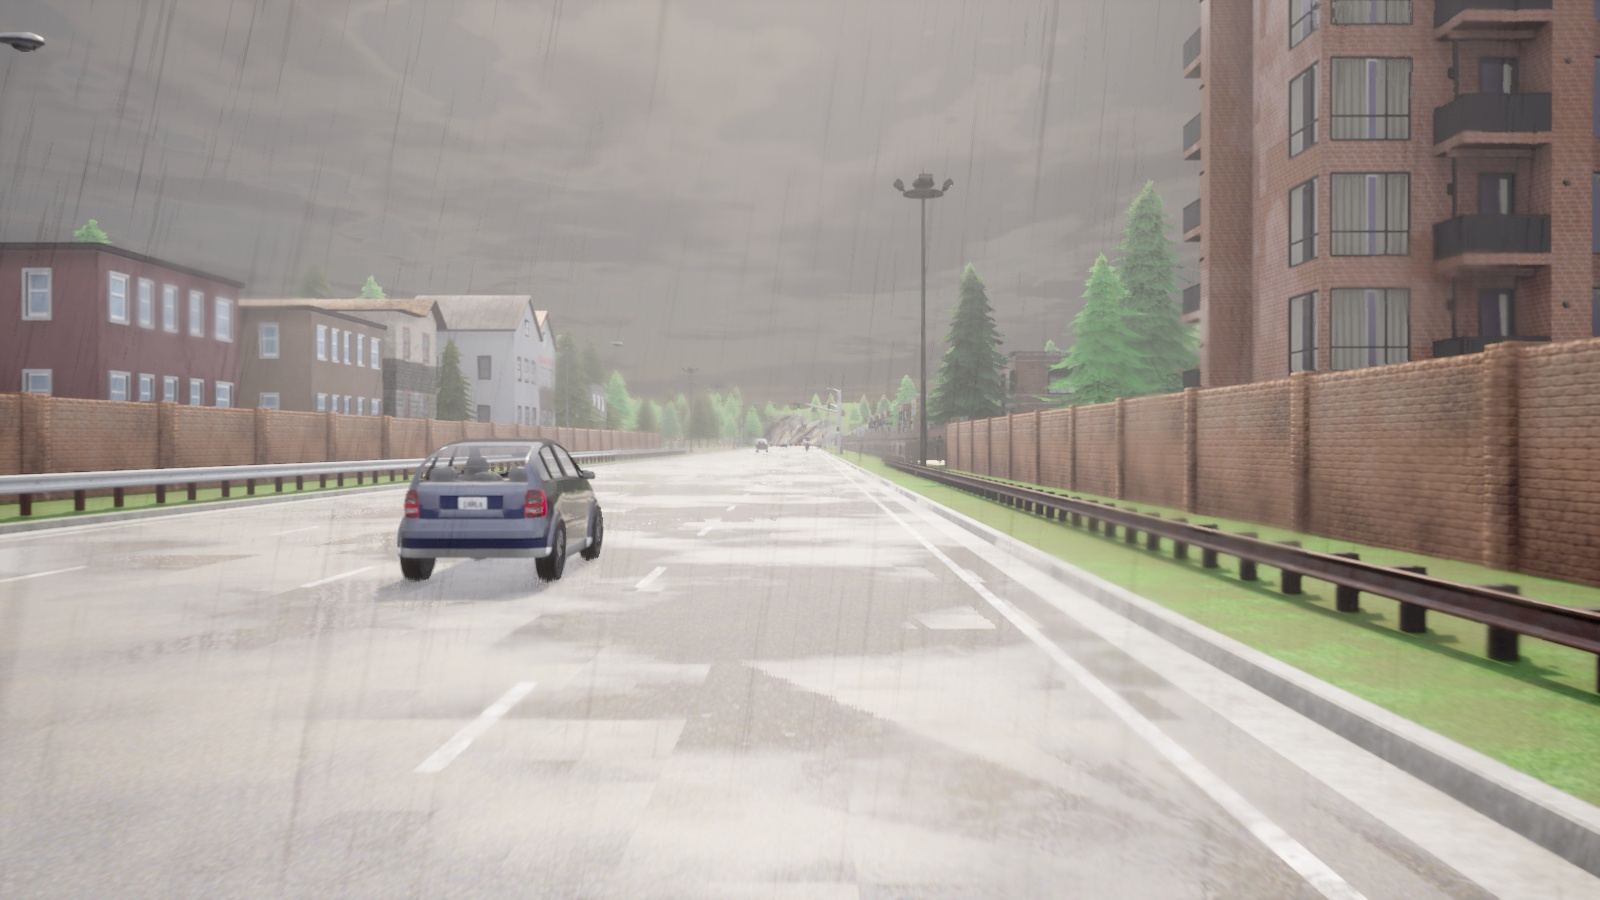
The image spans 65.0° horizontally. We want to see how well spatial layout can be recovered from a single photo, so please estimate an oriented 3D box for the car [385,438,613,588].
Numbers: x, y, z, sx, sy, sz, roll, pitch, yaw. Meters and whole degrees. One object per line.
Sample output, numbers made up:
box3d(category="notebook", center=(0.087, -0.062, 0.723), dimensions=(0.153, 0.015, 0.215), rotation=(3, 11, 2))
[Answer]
box3d(category="car", center=(-3.400, 0.638, 14.876), dimensions=(1.789, 1.549, 3.705), rotation=(0, 0, 0))
